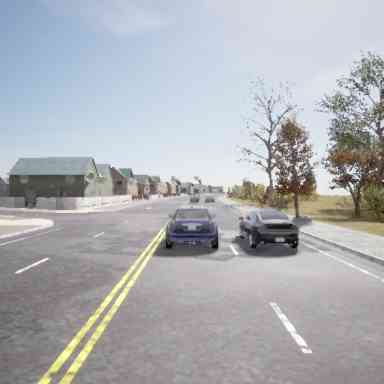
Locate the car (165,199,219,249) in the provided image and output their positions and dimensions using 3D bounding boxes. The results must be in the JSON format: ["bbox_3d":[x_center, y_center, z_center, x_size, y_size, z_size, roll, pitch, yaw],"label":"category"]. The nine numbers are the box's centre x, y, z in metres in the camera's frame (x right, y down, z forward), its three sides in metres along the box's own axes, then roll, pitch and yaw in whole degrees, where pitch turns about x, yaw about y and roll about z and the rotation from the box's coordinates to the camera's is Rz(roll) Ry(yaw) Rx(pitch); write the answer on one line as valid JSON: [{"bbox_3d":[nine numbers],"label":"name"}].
[{"bbox_3d":[0.001,1.369,14.665,2.097,1.767,4.553,0,0,0],"label":"car"}]

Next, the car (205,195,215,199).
[{"bbox_3d":[3.734,1.545,69.094,1.994,1.385,4.181,0,0,2],"label":"car"}]

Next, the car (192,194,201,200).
[{"bbox_3d":[1.160,1.346,85.415,2.033,1.411,5.357,0,0,3],"label":"car"}]

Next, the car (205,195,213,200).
[{"bbox_3d":[4.408,1.397,85.285,1.895,1.301,4.718,0,0,3],"label":"car"}]

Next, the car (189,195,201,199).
[{"bbox_3d":[0.486,1.470,69.200,2.128,1.511,4.902,0,0,2],"label":"car"}]

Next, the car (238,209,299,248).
[{"bbox_3d":[3.251,1.519,14.696,1.837,1.490,4.892,0,0,0],"label":"car"}]
